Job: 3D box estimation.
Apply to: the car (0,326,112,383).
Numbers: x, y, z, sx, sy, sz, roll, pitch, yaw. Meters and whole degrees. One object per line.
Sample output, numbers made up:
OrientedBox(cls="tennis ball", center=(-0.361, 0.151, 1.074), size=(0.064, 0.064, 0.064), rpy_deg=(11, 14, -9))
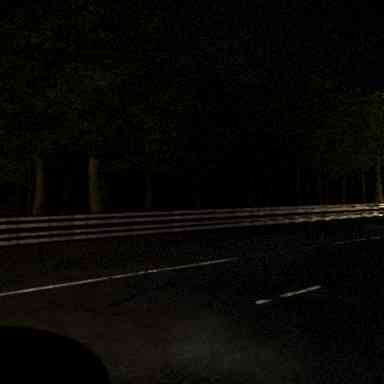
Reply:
OrientedBox(cls="car", center=(-2.822, 1.468, 1.471), size=(5.008, 1.535, 1.882), rpy_deg=(0, 0, -36))
